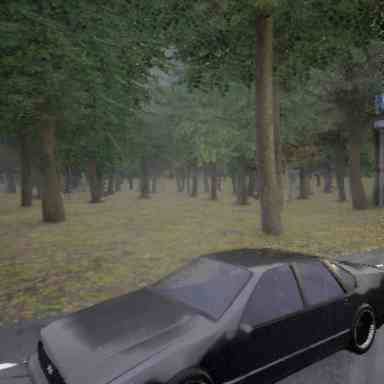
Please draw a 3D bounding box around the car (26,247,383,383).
[{"bbox_3d":[0.801,1.545,4.556,5.357,1.411,2.033,0,0,-35],"label":"car"}]
